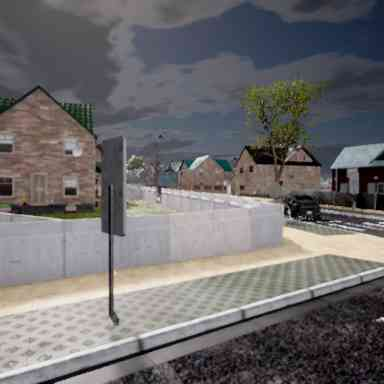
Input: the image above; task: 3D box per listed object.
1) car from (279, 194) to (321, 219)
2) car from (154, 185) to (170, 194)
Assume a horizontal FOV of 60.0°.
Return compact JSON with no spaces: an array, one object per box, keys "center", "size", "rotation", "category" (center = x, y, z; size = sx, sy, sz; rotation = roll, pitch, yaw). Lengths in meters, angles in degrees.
[{"center":[7.297,0.936,22.879],"size":[1.837,1.490,4.892],"rotation":[-3,2,2],"category":"car"},{"center":[-5.226,-0.413,57.592],"size":[1.882,1.535,5.008],"rotation":[0,2,-19],"category":"car"}]
